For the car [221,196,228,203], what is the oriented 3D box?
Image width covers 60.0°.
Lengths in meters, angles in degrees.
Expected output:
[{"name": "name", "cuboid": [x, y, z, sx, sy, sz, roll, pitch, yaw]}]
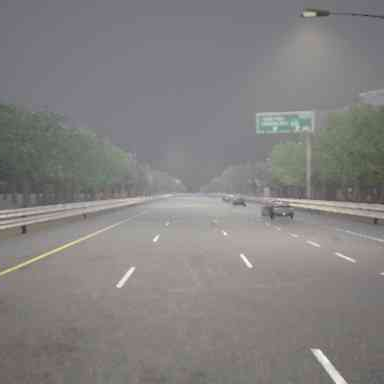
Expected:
[{"name": "car", "cuboid": [7.195, 1.480, 69.793, 2.128, 1.511, 4.902, 0, 0, 0]}]

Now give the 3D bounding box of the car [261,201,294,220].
[{"name": "car", "cuboid": [7.058, 1.479, 27.783, 2.128, 1.511, 4.902, 0, 0, 0]}]

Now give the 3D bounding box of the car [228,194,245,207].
[{"name": "car", "cuboid": [7.137, 1.517, 51.938, 1.837, 1.490, 4.892, 0, 0, 0]}]
